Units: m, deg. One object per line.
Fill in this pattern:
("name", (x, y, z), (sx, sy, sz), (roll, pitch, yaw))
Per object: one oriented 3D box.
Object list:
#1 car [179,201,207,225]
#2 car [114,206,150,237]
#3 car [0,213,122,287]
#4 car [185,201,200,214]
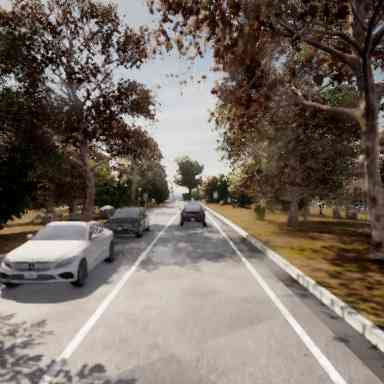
("car", (0.078, 1.666, 25.322), (1.837, 1.490, 4.892), (0, 0, 0))
("car", (-3.523, 1.586, 18.771), (1.837, 1.490, 4.892), (0, 0, 1))
("car", (-3.497, 1.544, 9.544), (1.812, 1.442, 4.674), (0, 0, 0))
("car", (0.108, 1.987, 43.329), (1.837, 1.490, 4.892), (0, -1, 0))
